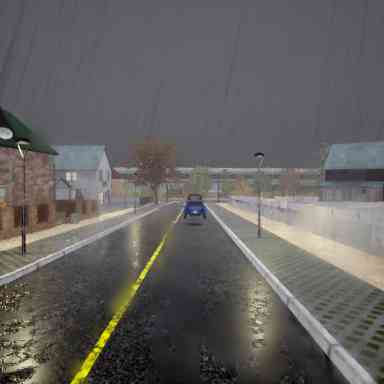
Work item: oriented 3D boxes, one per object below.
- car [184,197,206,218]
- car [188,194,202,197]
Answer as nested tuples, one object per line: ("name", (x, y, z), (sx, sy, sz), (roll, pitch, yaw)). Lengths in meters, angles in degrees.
("car", (0.271, 1.468, 30.014), (1.882, 1.535, 5.008), (0, 0, 0))
("car", (0.346, 1.220, 43.193), (2.150, 2.045, 5.566), (0, 0, 0))
